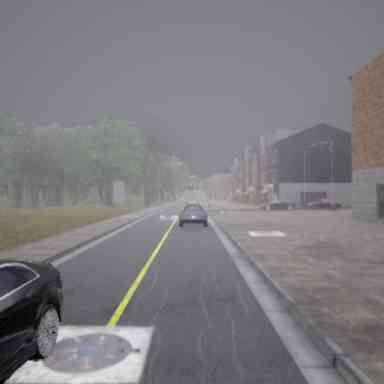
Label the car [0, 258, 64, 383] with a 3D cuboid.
[{"bbox_3d":[-2.849,1.500,3.143,2.128,1.511,4.902,0,0,0],"label":"car"}]

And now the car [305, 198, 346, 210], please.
[{"bbox_3d":[15.950,1.425,40.485,4.206,1.307,1.802,-1,1,0],"label":"car"}]

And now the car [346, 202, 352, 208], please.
[{"bbox_3d":[21.311,1.253,40.484,4.829,1.417,1.752,-1,1,0],"label":"car"}]

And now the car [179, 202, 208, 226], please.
[{"bbox_3d":[0.092,1.652,24.216,1.994,1.385,4.181,0,0,0],"label":"car"}]

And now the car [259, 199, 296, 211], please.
[{"bbox_3d":[10.419,1.513,40.485,4.403,1.369,2.008,-1,1,0],"label":"car"}]

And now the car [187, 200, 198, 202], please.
[{"bbox_3d":[0.064,1.764,41.963,1.812,1.442,4.674,-1,-2,0],"label":"car"}]
